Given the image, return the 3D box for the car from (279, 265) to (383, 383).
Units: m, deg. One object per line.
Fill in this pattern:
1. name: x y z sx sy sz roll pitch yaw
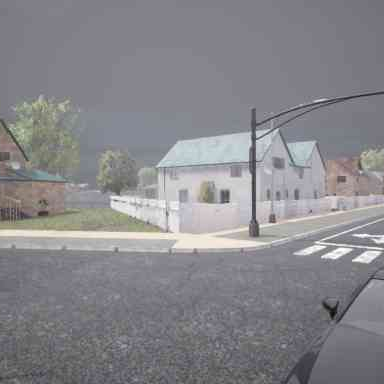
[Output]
1. car: 2.506 1.525 3.366 1.812 1.442 4.674 0 0 41
